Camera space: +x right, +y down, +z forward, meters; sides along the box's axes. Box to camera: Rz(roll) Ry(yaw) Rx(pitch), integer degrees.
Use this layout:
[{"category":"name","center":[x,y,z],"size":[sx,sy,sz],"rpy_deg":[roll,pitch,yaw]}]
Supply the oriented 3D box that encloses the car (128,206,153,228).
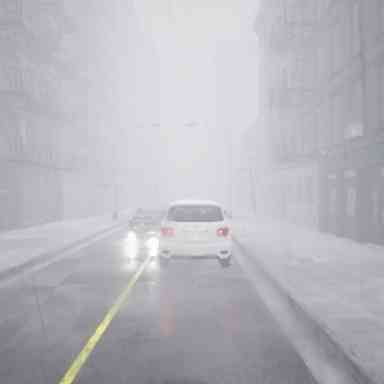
[{"category":"car","center":[-3.116,1.692,22.962],"size":[1.895,1.301,4.718],"rpy_deg":[0,0,0]}]

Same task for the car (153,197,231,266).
[{"category":"car","center":[0.089,1.272,11.800],"size":[2.150,2.045,5.566],"rpy_deg":[0,0,0]}]

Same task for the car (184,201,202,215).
[{"category":"car","center":[0.077,1.745,37.313],"size":[1.895,1.301,4.718],"rpy_deg":[0,0,0]}]

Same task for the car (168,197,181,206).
[{"category":"car","center":[-3.092,1.713,60.519],"size":[2.128,1.511,4.902],"rpy_deg":[0,0,1]}]
